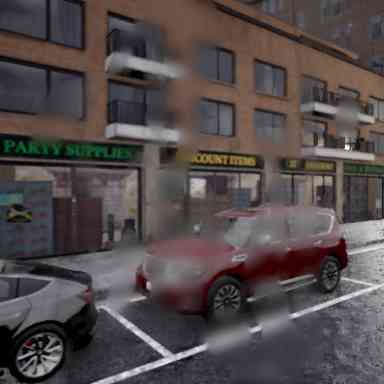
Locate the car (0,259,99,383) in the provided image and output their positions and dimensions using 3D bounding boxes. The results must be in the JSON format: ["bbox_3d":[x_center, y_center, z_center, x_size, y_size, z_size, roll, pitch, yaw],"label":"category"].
[{"bbox_3d":[-3.278,1.570,3.849,4.313,1.339,1.947,0,0,-36],"label":"car"}]

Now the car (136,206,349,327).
[{"bbox_3d":[1.344,1.279,7.150,5.009,1.841,2.192,0,0,-36],"label":"car"}]
